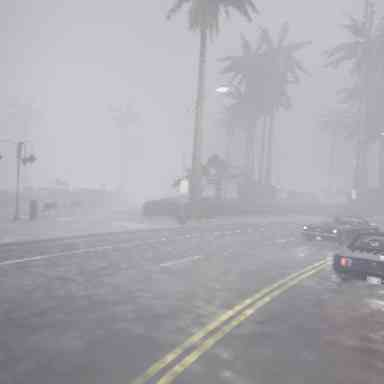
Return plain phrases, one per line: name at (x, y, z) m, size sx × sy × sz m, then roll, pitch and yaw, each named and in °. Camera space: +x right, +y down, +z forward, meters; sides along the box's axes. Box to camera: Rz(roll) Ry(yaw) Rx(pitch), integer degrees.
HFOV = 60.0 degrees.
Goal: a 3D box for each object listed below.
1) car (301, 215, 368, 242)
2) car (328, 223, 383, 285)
car at (7.389, 1.831, 16.468) m, size 4.718 × 1.301 × 1.895 m, roll 2°, pitch 0°, yaw -41°
car at (5.579, 1.783, 9.368) m, size 1.895 × 1.301 × 4.718 m, roll 2°, pitch 0°, yaw 39°
